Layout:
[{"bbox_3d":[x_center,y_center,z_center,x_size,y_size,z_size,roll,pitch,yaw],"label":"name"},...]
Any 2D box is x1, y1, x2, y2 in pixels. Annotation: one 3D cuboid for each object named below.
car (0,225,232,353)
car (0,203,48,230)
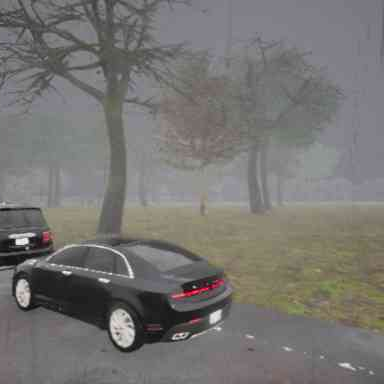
[{"bbox_3d":[-1.591,1.605,6.371,4.892,1.490,1.837,0,-1,37],"label":"car"},{"bbox_3d":[-6.411,1.358,9.997,5.566,2.045,2.150,0,-1,37],"label":"car"}]
